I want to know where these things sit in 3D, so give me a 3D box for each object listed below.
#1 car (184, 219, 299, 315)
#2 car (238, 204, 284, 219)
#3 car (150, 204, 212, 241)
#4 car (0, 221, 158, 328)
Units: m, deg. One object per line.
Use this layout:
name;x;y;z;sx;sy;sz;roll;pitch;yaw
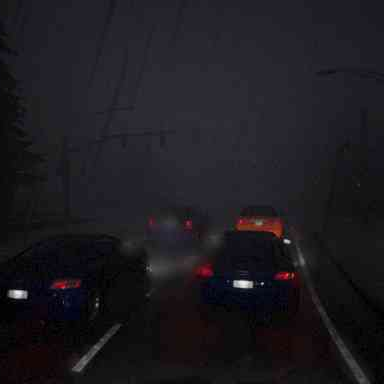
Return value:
car;1.325;1.564;7.708;1.994;1.385;4.181;0;0;13
car;3.352;1.352;16.106;2.097;1.767;4.553;0;0;14
car;-0.393;1.352;15.563;2.097;1.767;4.553;0;0;14
car;-2.351;1.564;7.165;1.994;1.385;4.181;0;0;10
